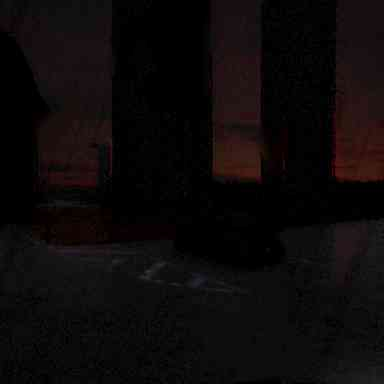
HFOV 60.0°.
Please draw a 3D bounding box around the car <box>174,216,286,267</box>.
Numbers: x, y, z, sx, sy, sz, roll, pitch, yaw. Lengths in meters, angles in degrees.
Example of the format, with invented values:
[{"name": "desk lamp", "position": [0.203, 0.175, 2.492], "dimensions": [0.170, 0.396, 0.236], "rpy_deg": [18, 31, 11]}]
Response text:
[{"name": "car", "position": [1.147, 1.555, 11.514], "dimensions": [1.994, 1.381, 4.181], "rpy_deg": [0, 0, -36]}]
